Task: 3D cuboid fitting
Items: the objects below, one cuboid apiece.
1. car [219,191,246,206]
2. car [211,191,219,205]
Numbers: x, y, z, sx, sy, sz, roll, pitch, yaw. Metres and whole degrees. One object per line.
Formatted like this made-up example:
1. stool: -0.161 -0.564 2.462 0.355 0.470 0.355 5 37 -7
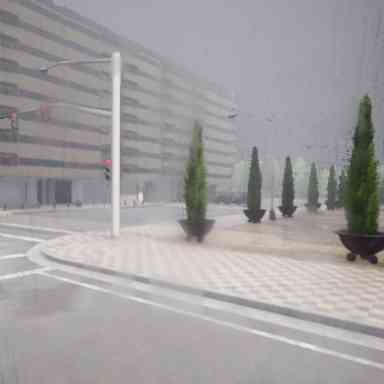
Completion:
1. car: 6.832 0.950 49.331 2.150 2.045 5.566 1 0 36
2. car: 3.982 0.917 51.362 2.150 2.045 5.566 1 0 36
